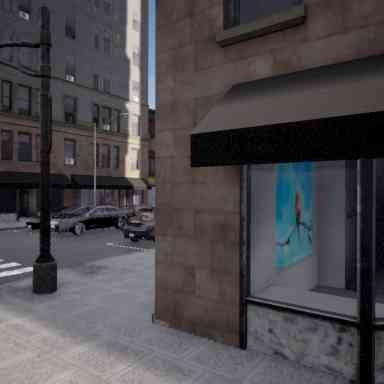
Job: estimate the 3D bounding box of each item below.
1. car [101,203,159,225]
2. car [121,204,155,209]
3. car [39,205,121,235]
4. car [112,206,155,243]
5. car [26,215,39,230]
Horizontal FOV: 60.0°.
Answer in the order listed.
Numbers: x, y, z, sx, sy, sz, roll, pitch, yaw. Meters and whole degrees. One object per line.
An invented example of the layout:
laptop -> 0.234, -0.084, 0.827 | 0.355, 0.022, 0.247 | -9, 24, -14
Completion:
car -> -4.520, 1.583, 24.970 | 1.802, 1.307, 4.206 | 0, 0, 35
car -> -1.559, 1.521, 19.659 | 1.837, 1.490, 4.892 | 0, 0, 35
car -> -5.680, 1.497, 18.953 | 2.128, 1.511, 4.902 | 0, 0, 35
car -> -1.266, 1.573, 15.691 | 2.008, 1.369, 4.403 | 0, 0, 35
car -> -7.809, 1.563, 20.337 | 1.947, 1.339, 4.313 | 0, 0, 35
